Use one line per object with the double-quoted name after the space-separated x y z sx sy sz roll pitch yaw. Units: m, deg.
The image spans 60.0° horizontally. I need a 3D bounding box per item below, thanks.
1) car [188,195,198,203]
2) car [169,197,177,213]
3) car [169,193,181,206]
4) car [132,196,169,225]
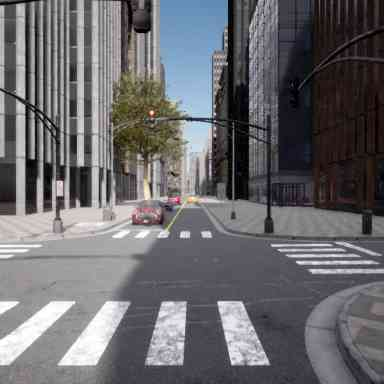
0.143 1.354 69.232 2.097 1.767 4.553 0 0 -1 "car"
-3.076 1.602 37.680 1.895 1.301 4.718 0 0 0 "car"
-2.998 1.224 56.126 2.150 2.045 5.566 0 0 1 "car"
-3.049 1.353 24.219 2.097 1.767 4.553 0 0 -1 "car"
